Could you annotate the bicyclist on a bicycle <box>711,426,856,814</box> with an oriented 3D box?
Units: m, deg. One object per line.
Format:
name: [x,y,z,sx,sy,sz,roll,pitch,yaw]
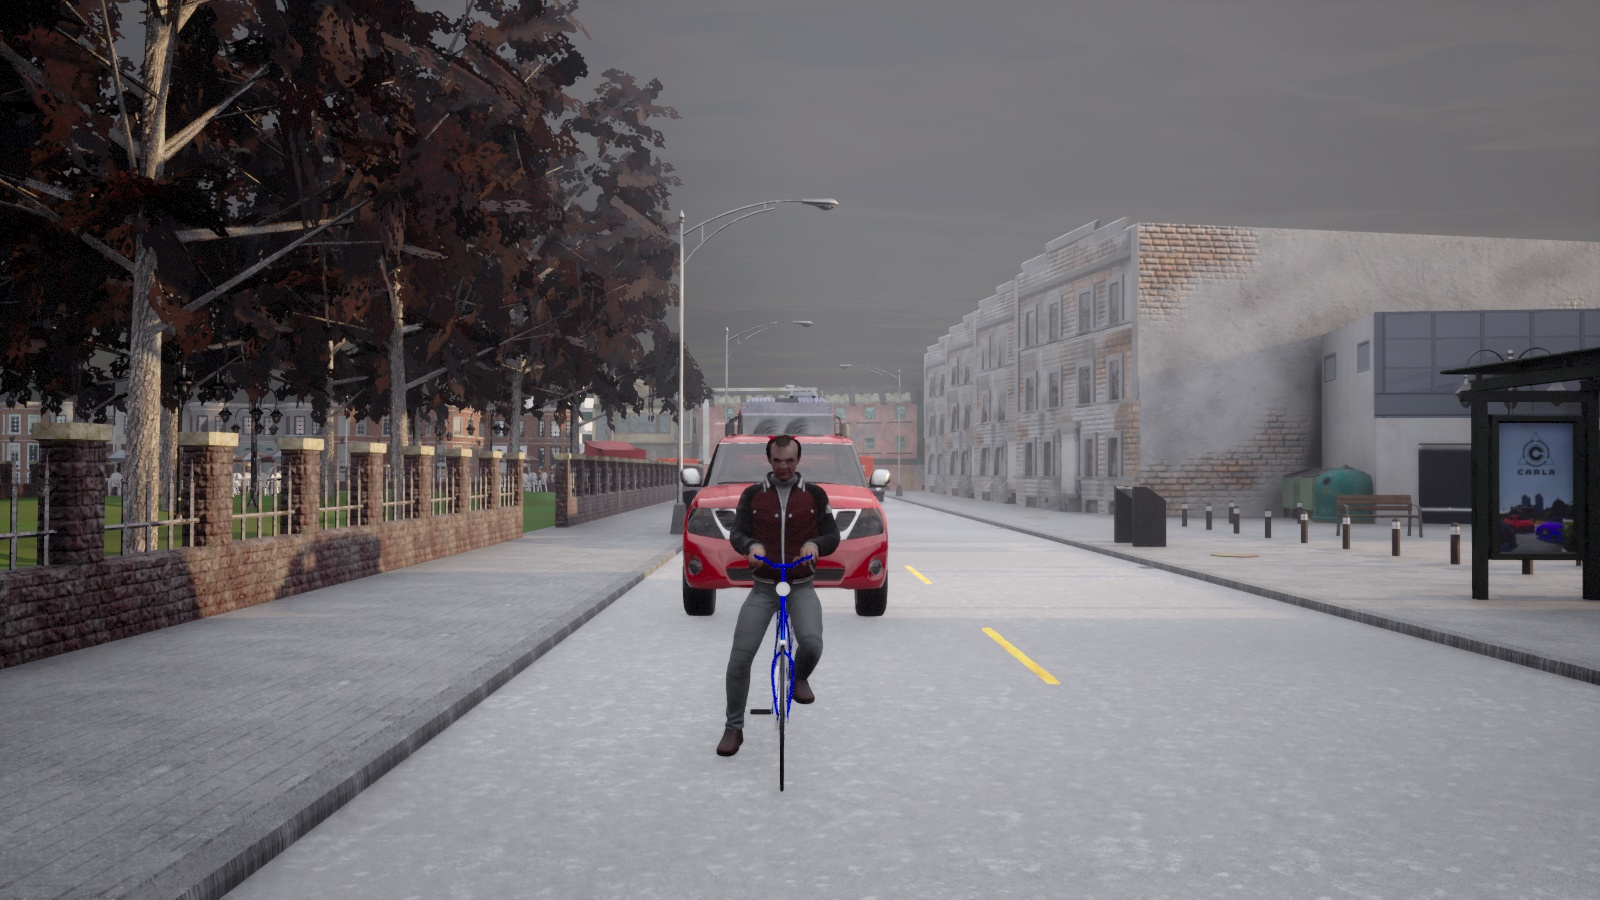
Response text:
bicyclist on a bicycle: [-0.083,0.798,6.689,0.659,1.776,1.843,0,-1,-1]

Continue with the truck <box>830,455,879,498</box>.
truck: [3.196,1.574,75.182,2.627,2.467,5.204,0,-1,-1]

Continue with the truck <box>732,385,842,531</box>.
truck: [-0.389,0.278,37.431,2.891,3.827,8.468,0,-1,-1]

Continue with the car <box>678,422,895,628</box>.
car: [-0.171,0.791,15.308,2.150,2.045,5.566,0,-1,-1]

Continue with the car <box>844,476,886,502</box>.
car: [3.312,1.989,64.916,1.895,1.301,4.718,0,-1,-1]
